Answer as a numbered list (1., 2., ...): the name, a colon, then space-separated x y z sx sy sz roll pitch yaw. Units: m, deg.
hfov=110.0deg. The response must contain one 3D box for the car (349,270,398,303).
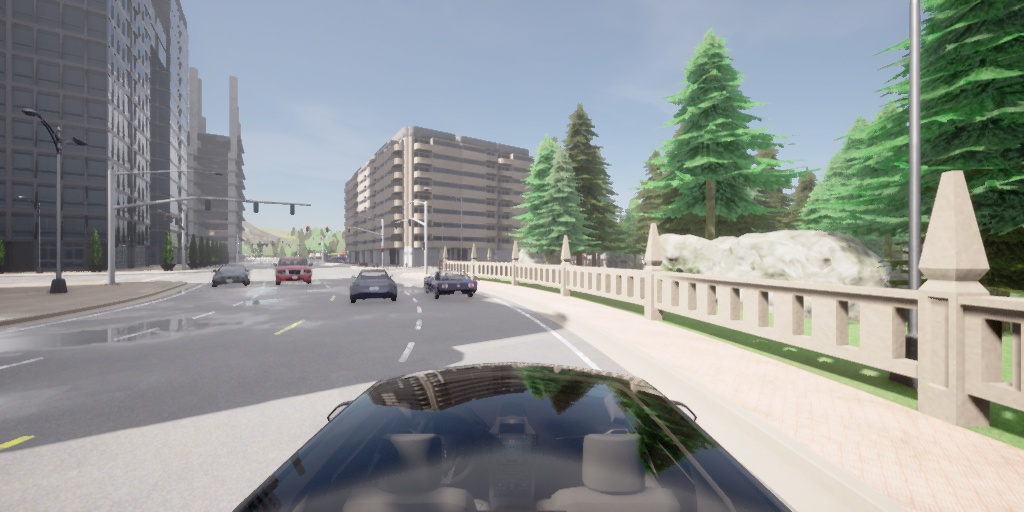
1. car: -6.492 1.321 16.789 1.994 1.385 4.181 0 0 -22

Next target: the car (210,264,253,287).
1. car: -19.080 1.308 24.511 1.812 1.442 4.674 0 0 -34

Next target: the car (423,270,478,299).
1. car: -3.262 1.365 18.136 1.895 1.301 4.718 0 0 -22

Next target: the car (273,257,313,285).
1. car: -16.154 1.075 26.433 2.150 2.045 5.566 0 0 -34
